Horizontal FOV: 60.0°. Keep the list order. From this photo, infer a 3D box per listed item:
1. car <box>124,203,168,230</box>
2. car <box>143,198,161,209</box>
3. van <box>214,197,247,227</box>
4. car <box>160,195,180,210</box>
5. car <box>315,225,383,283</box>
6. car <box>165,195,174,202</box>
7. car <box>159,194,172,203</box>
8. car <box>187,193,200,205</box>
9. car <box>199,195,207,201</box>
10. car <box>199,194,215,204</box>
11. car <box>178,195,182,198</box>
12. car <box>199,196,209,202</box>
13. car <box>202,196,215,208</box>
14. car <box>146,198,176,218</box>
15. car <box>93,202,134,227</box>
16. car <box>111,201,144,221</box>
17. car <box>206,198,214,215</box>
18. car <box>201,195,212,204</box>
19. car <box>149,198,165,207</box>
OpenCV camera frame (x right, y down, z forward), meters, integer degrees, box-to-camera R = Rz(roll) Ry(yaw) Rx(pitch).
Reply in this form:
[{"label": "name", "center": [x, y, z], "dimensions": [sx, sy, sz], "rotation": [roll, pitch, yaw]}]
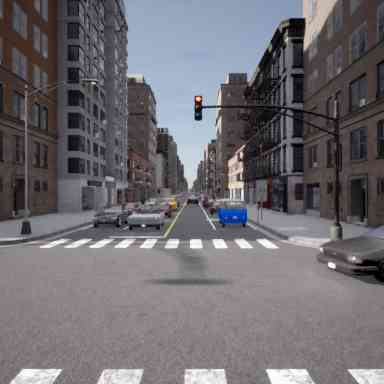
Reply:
[{"label": "car", "center": [-2.804, 1.600, 21.136], "dimensions": [1.895, 1.301, 4.718], "rotation": [0, 0, -1]}, {"label": "car", "center": [-5.355, 1.519, 44.987], "dimensions": [1.752, 1.417, 4.829], "rotation": [0, 0, 0]}, {"label": "van", "center": [2.653, 1.340, 22.432], "dimensions": [1.690, 1.788, 3.998], "rotation": [0, 0, 0]}, {"label": "car", "center": [-2.814, 1.474, 39.927], "dimensions": [1.882, 1.535, 5.008], "rotation": [0, 0, 0]}, {"label": "car", "center": [6.358, 1.593, 9.463], "dimensions": [5.357, 1.411, 2.033], "rotation": [0, 0, -12]}, {"label": "car", "center": [-5.330, 1.409, 79.247], "dimensions": [1.967, 1.590, 4.097], "rotation": [0, 0, 0]}, {"label": "car", "center": [-5.338, 1.292, 67.884], "dimensions": [2.192, 1.841, 5.009], "rotation": [0, 0, 0]}, {"label": "car", "center": [0.152, 1.463, 56.855], "dimensions": [1.882, 1.535, 5.008], "rotation": [0, 0, 0]}, {"label": "car", "center": [2.700, 1.530, 84.926], "dimensions": [1.947, 1.339, 4.313], "rotation": [0, 0, 0]}, {"label": "car", "center": [2.675, 1.305, 50.839], "dimensions": [2.192, 1.841, 5.009], "rotation": [0, 0, 0]}, {"label": "car", "center": [-2.773, 1.591, 50.033], "dimensions": [1.895, 1.301, 4.718], "rotation": [0, 0, 0]}, {"label": "car", "center": [2.691, 1.524, 73.563], "dimensions": [2.008, 1.369, 4.403], "rotation": [0, 0, 0]}, {"label": "car", "center": [2.670, 1.576, 45.157], "dimensions": [1.802, 1.307, 4.206], "rotation": [0, 0, 0]}, {"label": "car", "center": [-2.824, 1.562, 30.281], "dimensions": [1.994, 1.385, 4.181], "rotation": [0, 0, 0]}, {"label": "car", "center": [-5.372, 1.550, 22.429], "dimensions": [2.008, 1.369, 4.403], "rotation": [0, 0, 0]}, {"label": "car", "center": [-5.367, 1.543, 28.111], "dimensions": [1.887, 1.381, 4.507], "rotation": [0, 0, 0]}, {"label": "car", "center": [2.662, 1.580, 33.794], "dimensions": [1.802, 1.307, 4.206], "rotation": [0, 0, 0]}, {"label": "car", "center": [2.683, 1.422, 62.201], "dimensions": [1.967, 1.590, 4.097], "rotation": [0, 0, 0]}, {"label": "car", "center": [-5.350, 1.556, 50.839], "dimensions": [1.947, 1.339, 4.313], "rotation": [0, 0, 0]}]
